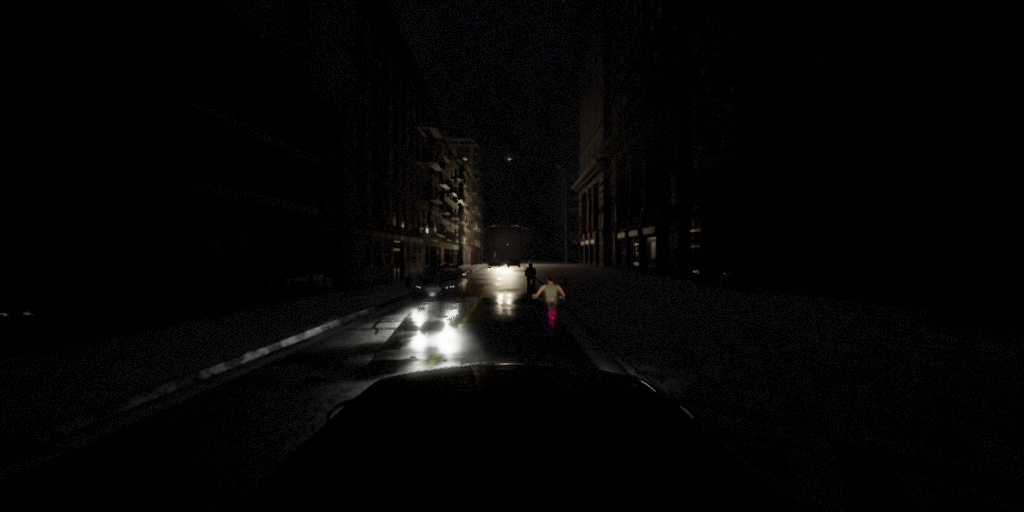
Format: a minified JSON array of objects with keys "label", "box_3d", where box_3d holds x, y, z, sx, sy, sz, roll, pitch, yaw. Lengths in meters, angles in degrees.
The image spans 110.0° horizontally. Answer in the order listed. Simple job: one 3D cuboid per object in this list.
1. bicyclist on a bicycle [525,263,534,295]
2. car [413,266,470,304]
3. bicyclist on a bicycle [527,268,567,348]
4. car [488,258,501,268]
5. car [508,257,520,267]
[{"label":"bicyclist on a bicycle","box_3d":[0.879,1.166,16.800,0.582,1.620,1.656,0,0,0]},{"label":"car","box_3d":[-3.050,1.206,16.195,2.128,1.511,4.902,0,0,0]},{"label":"bicyclist on a bicycle","box_3d":[0.873,1.171,8.234,0.866,1.612,1.509,0,0,0]},{"label":"car","box_3d":[-2.861,1.131,58.444,1.882,1.535,5.008,0,0,1]},{"label":"car","box_3d":[0.312,1.004,61.118,2.097,1.767,4.553,0,0,0]}]
